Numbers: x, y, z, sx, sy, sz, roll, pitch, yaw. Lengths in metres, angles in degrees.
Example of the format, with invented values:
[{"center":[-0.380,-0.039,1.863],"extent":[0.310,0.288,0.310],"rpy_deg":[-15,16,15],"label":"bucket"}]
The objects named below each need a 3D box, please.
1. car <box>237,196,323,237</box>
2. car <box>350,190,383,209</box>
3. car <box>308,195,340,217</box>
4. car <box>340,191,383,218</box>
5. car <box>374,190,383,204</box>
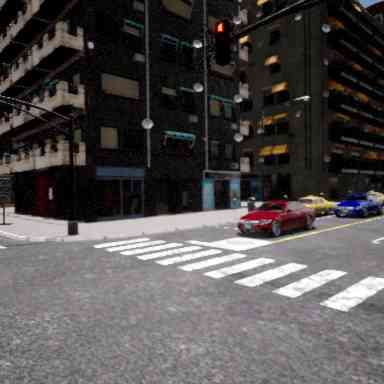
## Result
[{"center":[4.084,1.140,15.682],"extent":[4.674,1.442,1.812],"rpy_deg":[-2,1,-43],"label":"car"},{"center":[16.291,0.612,30.313],"extent":[4.829,1.417,1.752],"rpy_deg":[-2,2,-43],"label":"car"},{"center":[7.959,0.933,22.624],"extent":[4.829,1.417,1.752],"rpy_deg":[-2,2,-43],"label":"car"},{"center":[11.246,0.863,22.303],"extent":[4.674,1.442,1.812],"rpy_deg":[-2,1,-43],"label":"car"},{"center":[20.583,0.486,34.274],"extent":[4.313,1.339,1.947],"rpy_deg":[-2,2,-43],"label":"car"}]
